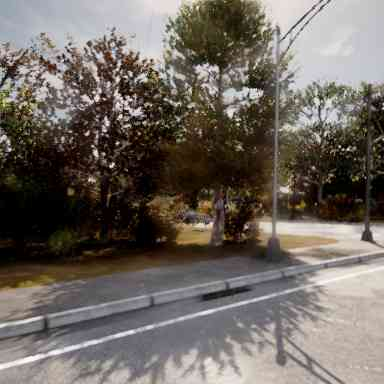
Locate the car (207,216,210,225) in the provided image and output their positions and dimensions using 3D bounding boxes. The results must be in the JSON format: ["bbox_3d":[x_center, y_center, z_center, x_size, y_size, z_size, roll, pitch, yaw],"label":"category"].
[{"bbox_3d":[-0.062,2.600,33.455,1.837,1.490,4.892,3,-5,-41],"label":"car"}]
